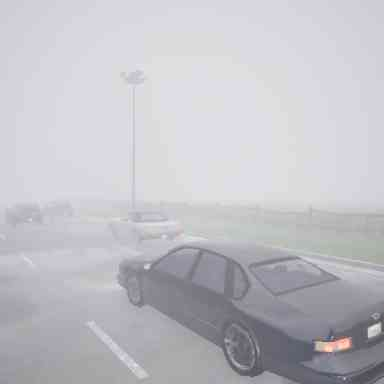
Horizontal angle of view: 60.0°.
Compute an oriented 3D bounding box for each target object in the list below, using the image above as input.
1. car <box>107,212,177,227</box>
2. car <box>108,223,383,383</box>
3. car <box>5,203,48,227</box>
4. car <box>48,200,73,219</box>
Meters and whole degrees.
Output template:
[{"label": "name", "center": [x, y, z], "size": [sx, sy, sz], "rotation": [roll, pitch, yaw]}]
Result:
[{"label": "car", "center": [-2.451, 1.600, 16.046], "size": [1.895, 1.301, 4.718], "rotation": [0, 0, -35]}, {"label": "car", "center": [0.537, 1.547, 5.664], "size": [2.033, 1.411, 5.357], "rotation": [0, 0, -35]}, {"label": "car", "center": [-11.686, 1.504, 23.142], "size": [1.837, 1.490, 4.892], "rotation": [0, 0, -35]}, {"label": "car", "center": [-12.050, 1.503, 29.770], "size": [1.837, 1.490, 4.892], "rotation": [0, 0, -35]}]
